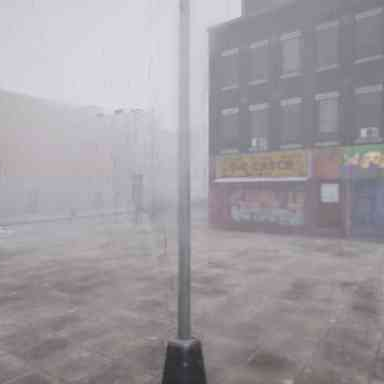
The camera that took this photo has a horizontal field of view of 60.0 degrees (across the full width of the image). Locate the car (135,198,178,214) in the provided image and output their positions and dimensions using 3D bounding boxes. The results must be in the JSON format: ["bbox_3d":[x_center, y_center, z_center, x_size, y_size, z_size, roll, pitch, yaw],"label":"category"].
[{"bbox_3d":[-3.245,1.226,30.284,1.947,1.339,4.313,2,2,36],"label":"car"}]

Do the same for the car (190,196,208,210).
[{"bbox_3d":[-0.030,1.075,34.784,1.887,1.381,4.507,2,2,36],"label":"car"}]
